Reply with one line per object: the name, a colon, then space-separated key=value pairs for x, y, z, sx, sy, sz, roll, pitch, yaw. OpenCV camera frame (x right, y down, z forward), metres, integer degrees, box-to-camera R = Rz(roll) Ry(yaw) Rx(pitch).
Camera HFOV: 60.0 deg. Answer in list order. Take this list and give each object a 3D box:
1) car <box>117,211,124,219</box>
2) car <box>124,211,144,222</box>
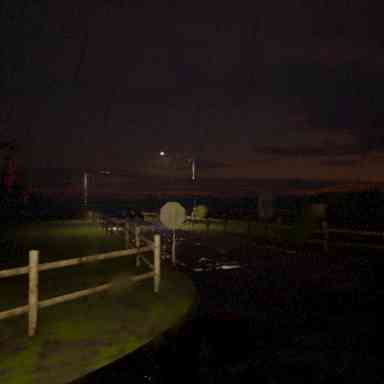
car: x=-12.349 y=4.076 z=60.021 sx=1.994 sy=1.385 sz=4.181 roll=0 pitch=-2 yaw=-19
car: x=-8.182 y=3.474 z=48.027 sx=1.837 sy=1.490 sz=4.892 roll=0 pitch=-3 yaw=-19
